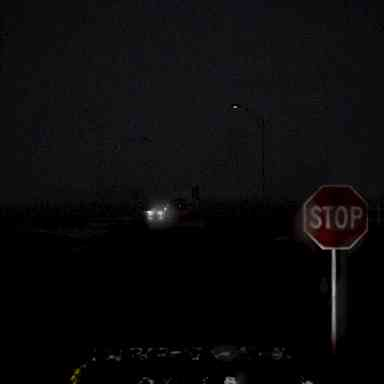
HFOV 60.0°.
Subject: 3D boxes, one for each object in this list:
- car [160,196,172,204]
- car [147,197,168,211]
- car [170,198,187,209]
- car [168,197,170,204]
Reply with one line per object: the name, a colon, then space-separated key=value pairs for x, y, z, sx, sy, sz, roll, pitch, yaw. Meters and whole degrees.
car: x=-5.122 y=1.616 z=65.540 sx=2.033 sy=1.411 sz=5.357 roll=0 pitch=0 yaw=0
car: x=-4.418 y=1.591 z=41.474 sx=1.994 sy=1.385 sz=4.181 roll=0 pitch=0 yaw=-3
car: x=-1.668 y=1.538 z=44.998 sx=1.837 sy=1.490 sz=4.892 roll=0 pitch=0 yaw=-3
car: x=-4.866 y=1.548 z=51.409 sx=1.837 sy=1.490 sz=4.892 roll=0 pitch=0 yaw=-1
